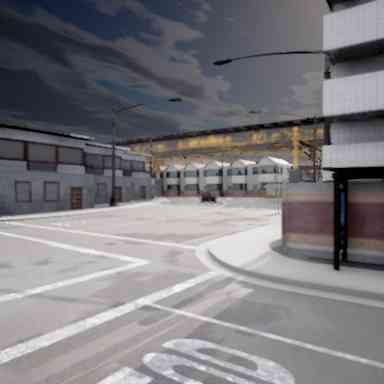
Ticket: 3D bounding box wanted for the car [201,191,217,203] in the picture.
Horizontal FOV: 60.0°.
[{"bbox_3d":[2.234,0.622,44.311,1.882,1.535,5.008,0,1,2],"label":"car"}]
